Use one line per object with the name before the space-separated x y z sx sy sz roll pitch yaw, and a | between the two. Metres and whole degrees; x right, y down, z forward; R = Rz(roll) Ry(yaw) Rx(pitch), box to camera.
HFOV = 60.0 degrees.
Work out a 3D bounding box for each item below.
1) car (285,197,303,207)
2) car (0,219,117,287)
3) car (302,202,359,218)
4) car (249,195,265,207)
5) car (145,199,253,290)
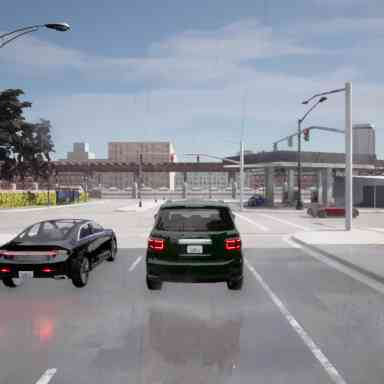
car | 15.395 1.456 50.184 1.970 1.475 3.806 0 0 0
car | -3.431 1.492 9.315 2.128 1.511 4.902 0 0 0
car | 12.355 1.564 29.288 4.181 1.385 1.994 0 0 -1
car | 9.651 1.295 49.415 2.242 1.667 4.611 0 0 0
car | 0.073 1.221 9.231 2.150 2.045 5.566 0 0 0
